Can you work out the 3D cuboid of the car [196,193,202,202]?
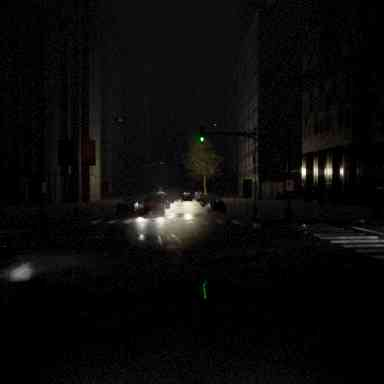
[{"bbox_3d":[2.057,1.227,48.711,2.008,1.369,4.403,0,0,-1],"label":"car"}]

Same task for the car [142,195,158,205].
[{"bbox_3d":[-6.521,1.201,51.803,1.947,1.339,4.313,0,0,-1],"label":"car"}]

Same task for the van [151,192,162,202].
[{"bbox_3d":[-6.700,0.909,62.626,1.690,1.788,3.998,0,0,-1],"label":"van"}]

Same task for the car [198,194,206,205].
[{"bbox_3d":[2.147,1.256,43.267,1.887,1.381,4.507,0,0,-1],"label":"car"}]

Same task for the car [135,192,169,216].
[{"bbox_3d":[-3.459,1.137,29.528,2.097,1.767,4.553,0,0,-2],"label":"car"}]

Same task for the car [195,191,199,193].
[{"bbox_3d":[1.803,1.106,64.039,1.752,1.417,4.829,0,0,-1],"label":"car"}]

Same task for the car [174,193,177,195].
[{"bbox_3d":[-3.852,1.236,52.896,1.895,1.301,4.718,0,0,-1],"label":"car"}]

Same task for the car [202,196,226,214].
[{"bbox_3d":[2.328,1.332,32.380,2.008,1.369,4.403,0,0,-1],"label":"car"}]

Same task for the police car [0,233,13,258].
[{"bbox_3d":[-8.240,1.522,10.146,4.974,1.542,2.038,-1,1,-1],"label":"police car"}]

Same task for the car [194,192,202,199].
[{"bbox_3d":[1.893,1.165,58.581,2.008,1.369,4.403,0,0,-1],"label":"car"}]

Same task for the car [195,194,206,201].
[{"bbox_3d":[1.718,1.116,69.159,1.947,1.339,4.313,0,0,-1],"label":"car"}]

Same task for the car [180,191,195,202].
[{"bbox_3d":[-0.911,1.069,61.192,1.882,1.535,5.008,0,0,-1],"label":"car"}]

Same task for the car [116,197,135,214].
[{"bbox_3d":[-6.196,1.311,32.242,2.008,1.369,4.403,0,0,-1],"label":"car"}]

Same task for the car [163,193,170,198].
[{"bbox_3d":[-7.238,0.920,95.102,1.887,1.381,4.507,0,0,-1],"label":"car"}]

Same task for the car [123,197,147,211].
[{"bbox_3d":[-6.279,1.279,37.234,2.008,1.369,4.403,0,0,-1],"label":"car"}]

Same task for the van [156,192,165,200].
[{"bbox_3d":[-6.879,0.843,73.452,1.690,1.788,3.998,0,0,-1],"label":"van"}]

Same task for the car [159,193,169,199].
[{"bbox_3d":[-7.059,0.989,84.277,2.008,1.369,4.403,0,0,-1],"label":"car"}]

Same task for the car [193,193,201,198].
[{"bbox_3d":[1.368,0.976,90.310,2.008,1.369,4.403,0,0,-1],"label":"car"}]

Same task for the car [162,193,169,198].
[{"bbox_3d":[-7.148,0.989,89.690,1.802,1.307,4.206,0,0,-1],"label":"car"}]

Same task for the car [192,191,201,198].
[{"bbox_3d":[1.280,0.710,95.597,2.192,1.841,5.009,0,0,-1],"label":"car"}]

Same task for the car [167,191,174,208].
[{"bbox_3d":[-3.637,1.074,39.271,2.097,1.767,4.553,0,0,-1],"label":"car"}]

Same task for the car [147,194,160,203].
[{"bbox_3d":[-6.607,1.128,57.045,1.752,1.417,4.829,0,0,-1],"label":"car"}]
